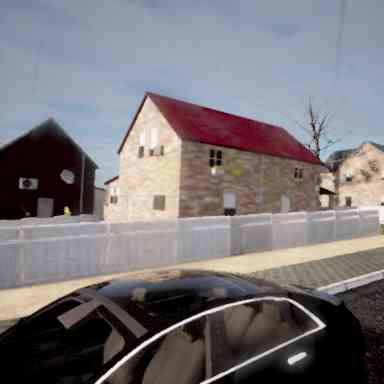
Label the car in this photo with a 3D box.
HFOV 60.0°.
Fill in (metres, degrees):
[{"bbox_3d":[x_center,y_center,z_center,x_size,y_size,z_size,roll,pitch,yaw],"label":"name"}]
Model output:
[{"bbox_3d":[-0.419,1.538,2.760,4.892,1.490,1.837,1,-1,-37],"label":"car"}]
